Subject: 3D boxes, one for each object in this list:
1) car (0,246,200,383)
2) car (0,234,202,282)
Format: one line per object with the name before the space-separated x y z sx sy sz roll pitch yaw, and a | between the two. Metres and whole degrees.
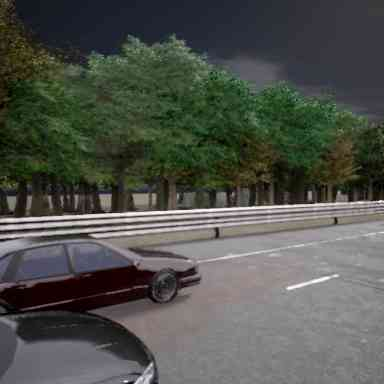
car | -2.503 1.499 1.962 4.902 1.511 2.128 0 0 -35
car | -2.401 1.535 6.331 5.357 1.411 2.033 0 0 -35
